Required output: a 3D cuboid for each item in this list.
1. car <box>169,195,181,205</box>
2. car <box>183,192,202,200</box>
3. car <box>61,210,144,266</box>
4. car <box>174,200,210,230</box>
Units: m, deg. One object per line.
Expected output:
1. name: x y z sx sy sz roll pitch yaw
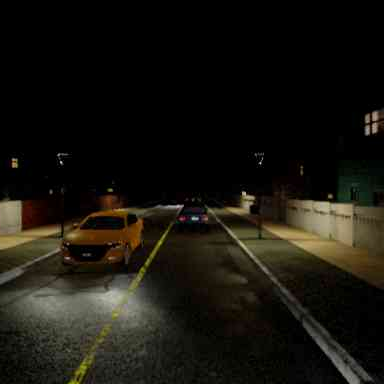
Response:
1. car: -2.763 1.320 54.752 2.128 1.511 4.902 0 0 0
2. car: 0.095 1.055 40.835 2.150 2.045 5.566 0 0 -1
3. car: -2.853 1.431 11.521 1.882 1.535 5.008 0 0 0
4. car: 0.092 1.467 20.178 2.033 1.411 5.357 0 0 0
